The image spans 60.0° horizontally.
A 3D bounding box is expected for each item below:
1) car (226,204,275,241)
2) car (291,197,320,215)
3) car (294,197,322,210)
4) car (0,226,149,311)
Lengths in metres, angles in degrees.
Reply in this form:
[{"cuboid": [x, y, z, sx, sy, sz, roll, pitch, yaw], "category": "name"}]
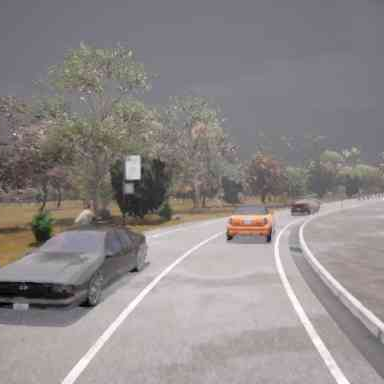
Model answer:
[{"cuboid": [3.133, 1.396, 17.169, 2.097, 1.767, 4.553, -1, -1, 16], "category": "car"}, {"cuboid": [11.761, 1.486, 34.411, 1.882, 1.535, 5.008, -4, -2, 34], "category": "car"}, {"cuboid": [15.718, 1.520, 44.915, 1.837, 1.490, 4.892, -4, -1, 41], "category": "car"}, {"cuboid": [-2.551, 1.587, 8.313, 2.033, 1.411, 5.357, 0, 0, 8], "category": "car"}]
